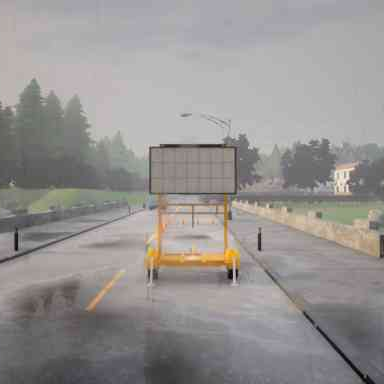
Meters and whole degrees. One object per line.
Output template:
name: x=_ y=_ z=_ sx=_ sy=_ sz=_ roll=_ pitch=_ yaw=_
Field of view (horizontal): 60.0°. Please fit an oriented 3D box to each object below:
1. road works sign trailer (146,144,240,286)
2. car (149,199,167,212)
road works sign trailer: x=0.026 y=0.464 z=9.353 sx=2.380 sy=3.560 sz=2.880 roll=0 pitch=0 yaw=0
car: x=-3.990 y=1.547 z=39.877 sx=2.033 sy=1.411 sz=5.357 roll=0 pitch=0 yaw=0
